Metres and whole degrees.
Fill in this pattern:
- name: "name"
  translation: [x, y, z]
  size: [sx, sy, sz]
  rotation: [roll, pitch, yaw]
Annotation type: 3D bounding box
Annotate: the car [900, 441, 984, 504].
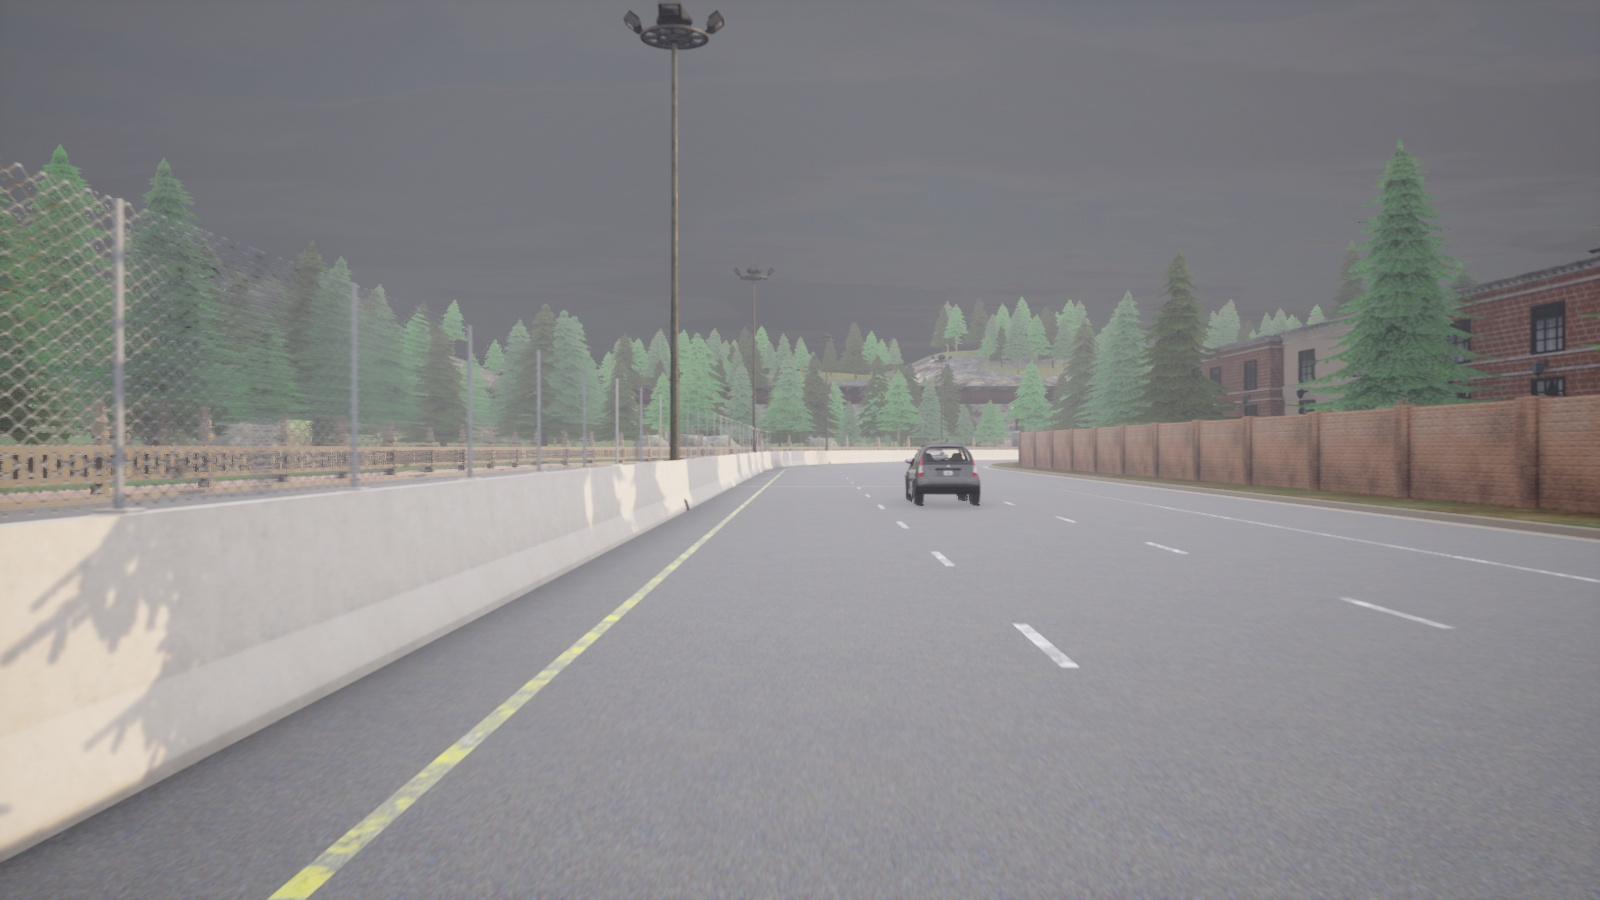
- name: "car"
  translation: [3.802, 0.581, 34.140]
  size: [1.851, 1.617, 3.988]
  rotation: [0, 0, 0]
